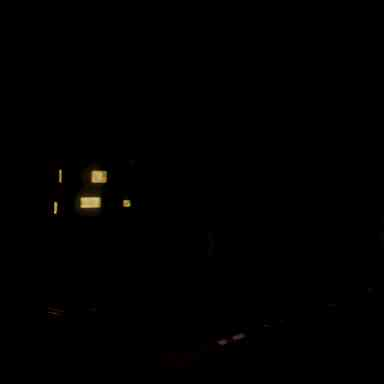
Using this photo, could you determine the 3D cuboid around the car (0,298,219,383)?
[{"bbox_3d":[-2.090,1.479,1.617,5.008,1.535,1.882,0,0,-36],"label":"car"}]
